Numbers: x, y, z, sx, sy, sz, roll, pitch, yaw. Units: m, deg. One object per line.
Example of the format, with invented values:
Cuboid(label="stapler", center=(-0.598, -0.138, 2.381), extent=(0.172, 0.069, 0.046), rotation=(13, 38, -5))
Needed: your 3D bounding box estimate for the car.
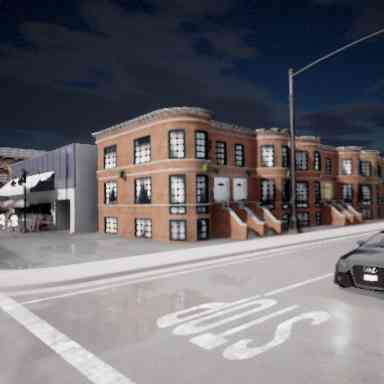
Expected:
Cuboid(label="car", center=(5.453, 1.724, 8.640), extent=(4.181, 1.385, 1.994), rotation=(1, -2, -40))
